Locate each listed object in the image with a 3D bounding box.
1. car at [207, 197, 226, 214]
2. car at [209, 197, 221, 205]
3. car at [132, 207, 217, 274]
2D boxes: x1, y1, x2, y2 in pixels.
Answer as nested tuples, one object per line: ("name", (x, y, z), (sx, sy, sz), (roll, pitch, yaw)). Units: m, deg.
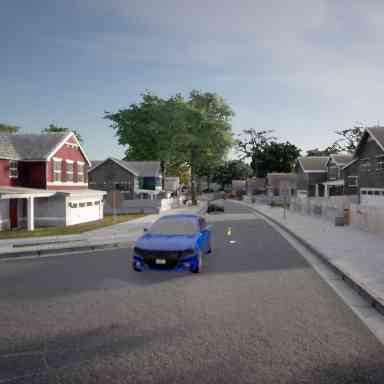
("car", (2.699, 1.541, 36.871), (1.882, 1.535, 5.008), (0, 0, 5))
("car", (4.230, 1.583, 62.381), (1.994, 1.385, 4.181), (0, 0, 1))
("car", (-0.424, 1.491, 10.906), (1.882, 1.535, 5.008), (0, 0, 9))
